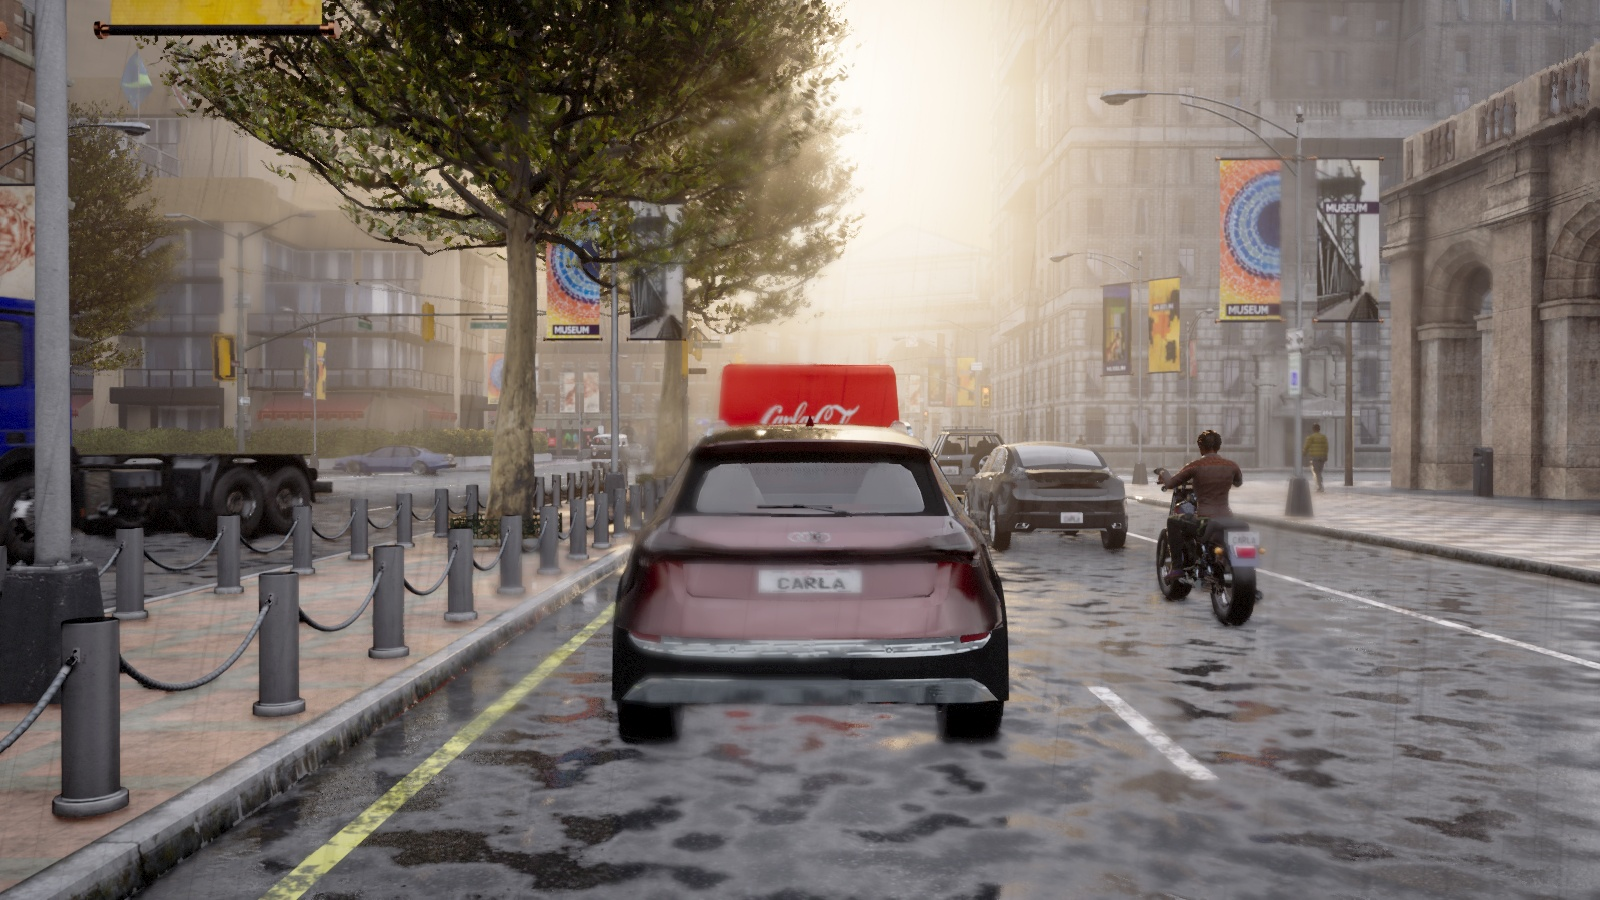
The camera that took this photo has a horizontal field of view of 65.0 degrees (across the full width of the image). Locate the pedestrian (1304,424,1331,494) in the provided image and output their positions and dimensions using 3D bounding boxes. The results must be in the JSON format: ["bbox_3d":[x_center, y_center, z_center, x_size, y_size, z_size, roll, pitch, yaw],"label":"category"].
[{"bbox_3d":[13.698,0.226,33.262,0.431,1.840,0.709,0,0,0],"label":"pedestrian"}]

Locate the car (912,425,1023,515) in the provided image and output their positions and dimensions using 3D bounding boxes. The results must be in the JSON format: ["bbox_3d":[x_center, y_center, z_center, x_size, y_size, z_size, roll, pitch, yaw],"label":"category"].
[{"bbox_3d":[3.678,0.406,28.323,1.932,1.855,4.605,0,0,1],"label":"car"}]

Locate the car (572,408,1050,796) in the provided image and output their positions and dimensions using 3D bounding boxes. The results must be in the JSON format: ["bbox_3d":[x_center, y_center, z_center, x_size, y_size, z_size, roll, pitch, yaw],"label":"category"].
[{"bbox_3d":[0.059,0.633,7.768,2.033,1.649,4.856,0,0,0],"label":"car"}]

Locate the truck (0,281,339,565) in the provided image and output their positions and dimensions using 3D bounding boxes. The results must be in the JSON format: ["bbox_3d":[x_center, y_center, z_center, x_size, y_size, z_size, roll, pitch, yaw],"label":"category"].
[{"bbox_3d":[-10.422,-0.348,18.358,2.891,3.462,7.936,0,0,15],"label":"truck"}]

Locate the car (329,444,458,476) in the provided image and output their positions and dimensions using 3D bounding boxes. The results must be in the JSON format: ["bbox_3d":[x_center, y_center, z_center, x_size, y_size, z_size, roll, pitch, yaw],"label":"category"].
[{"bbox_3d":[-18.798,0.449,58.235,5.357,1.411,2.033,0,0,0],"label":"car"}]

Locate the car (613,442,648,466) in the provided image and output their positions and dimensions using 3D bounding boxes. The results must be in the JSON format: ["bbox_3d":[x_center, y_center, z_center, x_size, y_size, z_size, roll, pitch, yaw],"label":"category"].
[{"bbox_3d":[-11.012,0.254,81.704,1.789,1.549,3.705,0,0,0],"label":"car"}]

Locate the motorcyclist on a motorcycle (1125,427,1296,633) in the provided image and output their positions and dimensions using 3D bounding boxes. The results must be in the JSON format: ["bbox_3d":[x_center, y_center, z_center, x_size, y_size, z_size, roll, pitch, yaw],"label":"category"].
[{"bbox_3d":[3.580,0.636,11.198,0.766,1.649,2.350,0,0,0],"label":"motorcyclist on a motorcycle"}]

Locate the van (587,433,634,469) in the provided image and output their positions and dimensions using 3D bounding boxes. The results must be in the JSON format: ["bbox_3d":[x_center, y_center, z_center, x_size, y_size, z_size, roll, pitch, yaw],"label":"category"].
[{"bbox_3d":[-11.028,0.047,73.258,2.069,2.038,4.480,0,0,0],"label":"van"}]

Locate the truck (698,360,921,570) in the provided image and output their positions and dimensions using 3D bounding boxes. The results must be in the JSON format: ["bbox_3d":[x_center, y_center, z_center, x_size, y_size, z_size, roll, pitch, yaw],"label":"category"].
[{"bbox_3d":[0.118,0.162,17.376,2.627,2.467,5.204,0,0,0],"label":"truck"}]

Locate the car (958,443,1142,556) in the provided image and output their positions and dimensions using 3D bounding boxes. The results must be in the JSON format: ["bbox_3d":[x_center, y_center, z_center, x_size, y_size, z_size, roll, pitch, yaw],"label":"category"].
[{"bbox_3d":[3.626,0.646,19.113,1.837,1.490,4.892,0,0,0],"label":"car"}]
